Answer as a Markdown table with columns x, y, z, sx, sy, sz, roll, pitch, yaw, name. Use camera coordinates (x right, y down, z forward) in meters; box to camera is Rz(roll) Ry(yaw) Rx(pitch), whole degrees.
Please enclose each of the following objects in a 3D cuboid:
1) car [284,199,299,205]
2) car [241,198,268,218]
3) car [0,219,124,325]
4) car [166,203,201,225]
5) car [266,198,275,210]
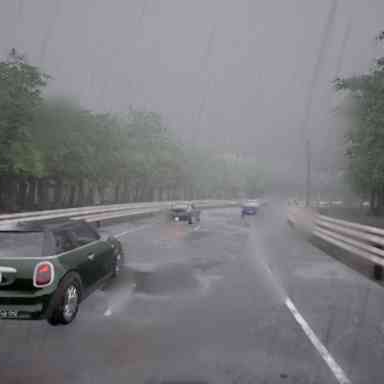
| x | y | z | sx | sy | sz | roll | pitch | yaw | name |
| --- | --- | --- | --- | --- | --- | --- | --- | --- | --- |
| 19.483 | 2.157 | 65.064 | 1.882 | 1.535 | 5.008 | 0 | -1 | 33 | car |
| 5.972 | 1.656 | 32.369 | 1.882 | 1.535 | 5.008 | 0 | 0 | 16 | car |
| -3.003 | 1.364 | 7.327 | 2.097 | 1.767 | 4.553 | 0 | 0 | 3 | car |
| -0.530 | 1.592 | 24.967 | 1.837 | 1.490 | 4.892 | 0 | 0 | 12 | car |
| 11.012 | 1.746 | 49.785 | 2.097 | 1.767 | 4.553 | 0 | -1 | 27 | car |
